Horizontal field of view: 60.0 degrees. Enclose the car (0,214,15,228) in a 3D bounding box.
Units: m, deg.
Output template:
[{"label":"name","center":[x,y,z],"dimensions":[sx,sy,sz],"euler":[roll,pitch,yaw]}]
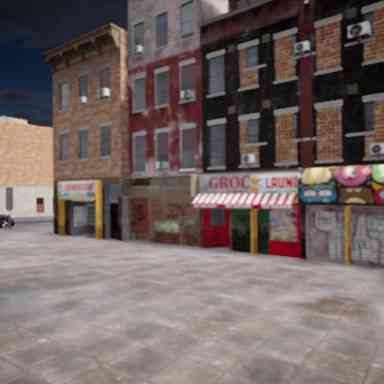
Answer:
[{"label":"car","center":[-15.773,1.922,24.810],"dimensions":[2.097,1.767,4.553],"euler":[-1,-2,36]}]
